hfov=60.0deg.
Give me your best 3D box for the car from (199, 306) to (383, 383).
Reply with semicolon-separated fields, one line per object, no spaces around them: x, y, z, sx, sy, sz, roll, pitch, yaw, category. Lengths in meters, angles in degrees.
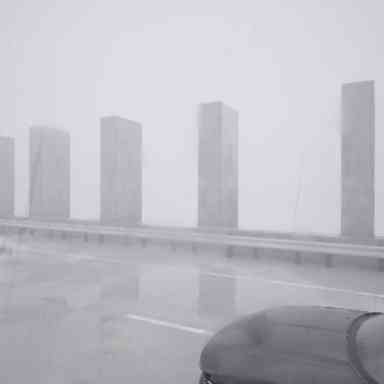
2.414;1.481;2.187;5.008;1.535;1.882;0;0;28;car
